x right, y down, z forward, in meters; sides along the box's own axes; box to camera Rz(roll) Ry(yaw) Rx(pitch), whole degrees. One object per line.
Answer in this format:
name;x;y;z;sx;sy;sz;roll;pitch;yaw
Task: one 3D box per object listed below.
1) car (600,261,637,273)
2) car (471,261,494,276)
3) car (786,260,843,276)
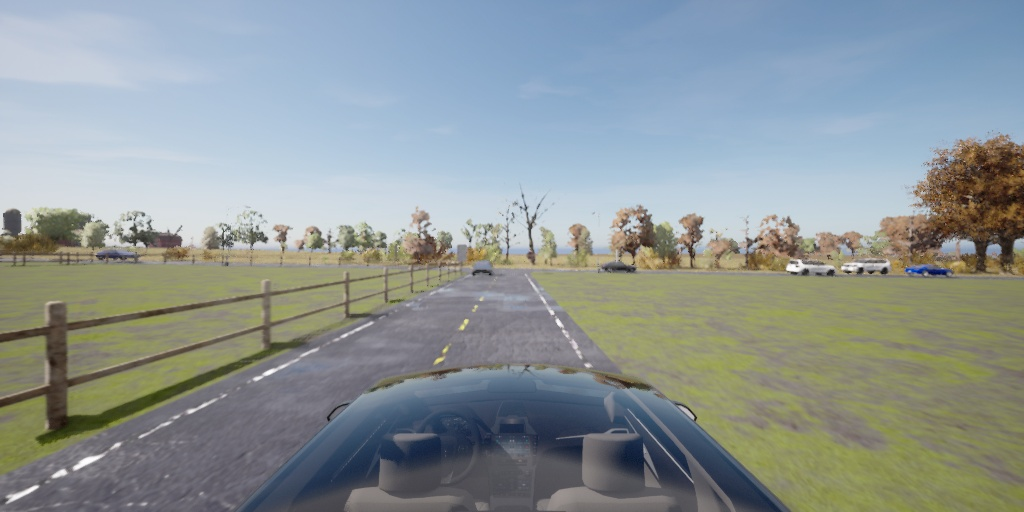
car;13.925;1.401;47.030;4.674;1.442;1.812;1;1;0
car;-2.754;1.170;34.711;2.033;1.411;5.357;0;0;0
car;39.177;1.543;46.963;5.566;2.045;2.150;1;1;0
